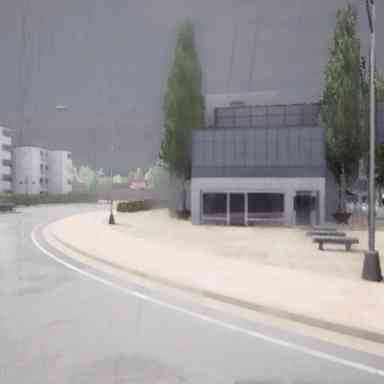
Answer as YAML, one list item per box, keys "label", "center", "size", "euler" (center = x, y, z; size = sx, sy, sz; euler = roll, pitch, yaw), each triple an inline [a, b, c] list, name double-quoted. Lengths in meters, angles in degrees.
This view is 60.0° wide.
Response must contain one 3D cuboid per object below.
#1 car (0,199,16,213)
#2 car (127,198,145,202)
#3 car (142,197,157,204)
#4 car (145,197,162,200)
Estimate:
- label: "car"
  center: [-20.748, 1.553, 35.501]
  size: [1.837, 1.490, 4.892]
  euler: [0, -1, 3]
- label: "car"
  center: [-11.477, 1.843, 66.101]
  size: [1.812, 1.442, 4.674]
  euler: [0, 0, 12]
- label: "car"
  center: [-9.553, 1.889, 75.043]
  size: [1.837, 1.490, 4.892]
  euler: [0, 0, 12]
- label: "car"
  center: [-7.362, 1.846, 68.585]
  size: [1.882, 1.535, 5.008]
  euler: [0, 0, 12]
